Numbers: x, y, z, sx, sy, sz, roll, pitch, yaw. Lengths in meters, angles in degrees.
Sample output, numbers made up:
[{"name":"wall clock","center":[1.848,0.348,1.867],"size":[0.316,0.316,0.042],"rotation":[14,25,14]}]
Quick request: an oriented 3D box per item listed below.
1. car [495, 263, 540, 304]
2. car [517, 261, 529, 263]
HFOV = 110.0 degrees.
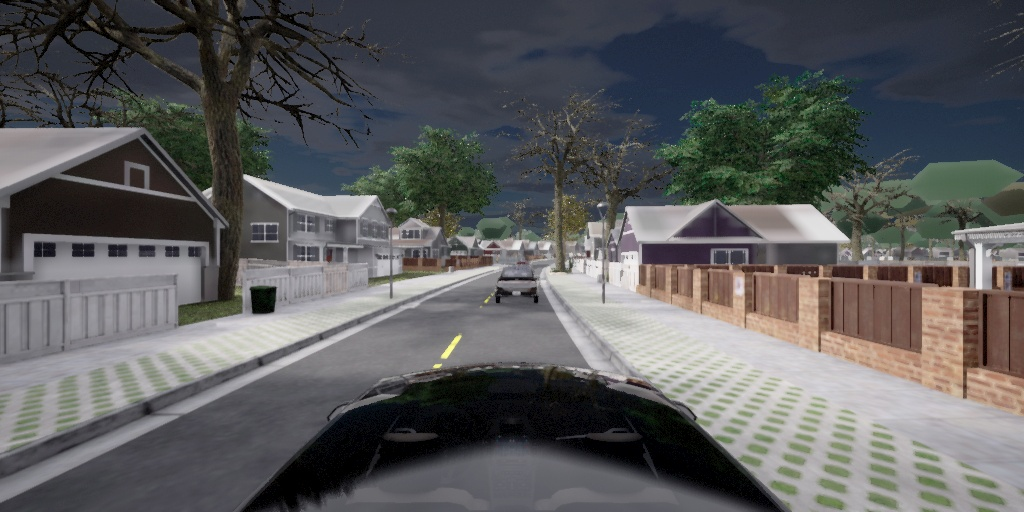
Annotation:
[{"name":"car","center":[0.267,1.244,16.437],"size":[2.128,1.511,4.902],"rotation":[0,0,2]},{"name":"car","center":[1.070,1.356,31.394],"size":[1.895,1.301,4.718],"rotation":[0,0,4]}]
